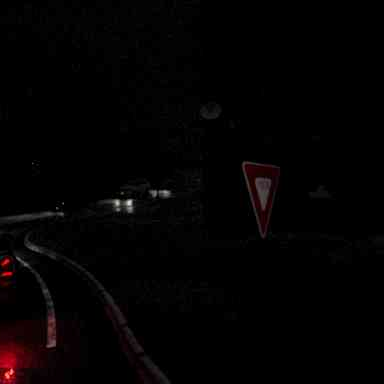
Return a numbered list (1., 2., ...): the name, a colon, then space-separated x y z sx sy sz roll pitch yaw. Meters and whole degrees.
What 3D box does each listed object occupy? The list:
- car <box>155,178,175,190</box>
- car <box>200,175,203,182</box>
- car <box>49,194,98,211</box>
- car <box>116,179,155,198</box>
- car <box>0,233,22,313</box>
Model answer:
1. car: -4.141 -1.305 50.424 2.097 1.767 4.553 0 5 15
2. car: 2.744 -2.924 68.514 1.882 1.535 5.008 0 5 5
3. car: -11.049 0.894 31.318 1.895 1.301 4.718 0 5 23
4. car: -7.155 -0.490 40.964 2.150 2.045 5.566 0 5 19
5. car: -5.068 1.394 7.188 2.097 1.767 4.553 0 0 -33
